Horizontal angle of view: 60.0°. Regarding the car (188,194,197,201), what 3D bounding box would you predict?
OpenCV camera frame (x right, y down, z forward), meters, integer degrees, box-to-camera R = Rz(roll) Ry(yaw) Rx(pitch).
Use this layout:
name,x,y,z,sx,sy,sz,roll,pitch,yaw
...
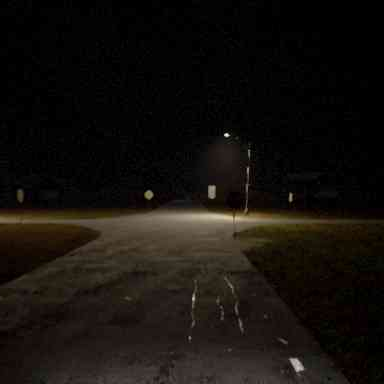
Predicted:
name,x,y,z,sx,sy,sz,roll,pitch,yaw
car,0.073,1.260,72.248,2.128,1.511,4.902,0,0,0

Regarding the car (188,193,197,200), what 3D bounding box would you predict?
name,x,y,z,sx,sy,sz,roll,pitch,yaw
car,0.083,1.104,82.685,2.033,1.411,5.357,0,0,0

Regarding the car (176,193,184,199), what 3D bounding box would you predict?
name,x,y,z,sx,sy,sz,roll,pitch,yaw
car,-2.673,0.859,76.860,2.033,1.411,5.357,0,0,0
